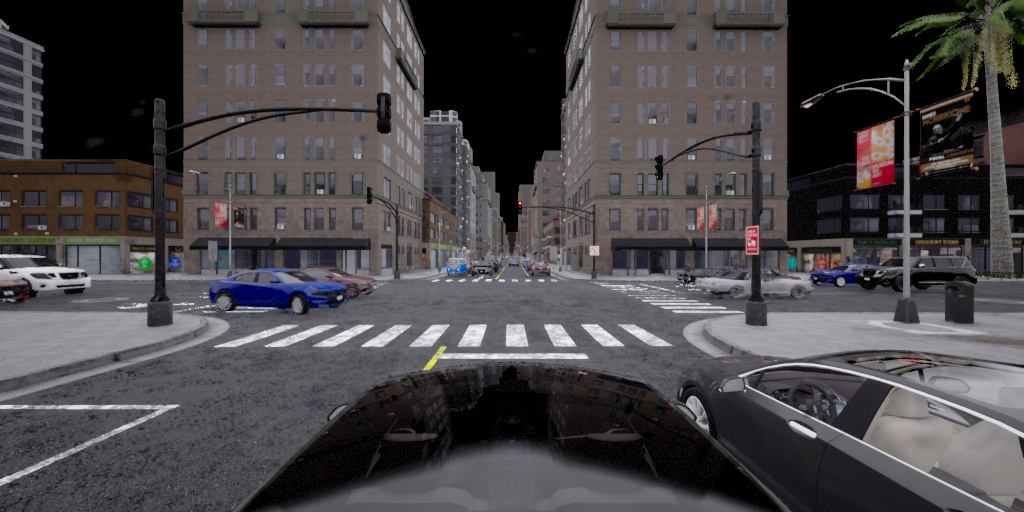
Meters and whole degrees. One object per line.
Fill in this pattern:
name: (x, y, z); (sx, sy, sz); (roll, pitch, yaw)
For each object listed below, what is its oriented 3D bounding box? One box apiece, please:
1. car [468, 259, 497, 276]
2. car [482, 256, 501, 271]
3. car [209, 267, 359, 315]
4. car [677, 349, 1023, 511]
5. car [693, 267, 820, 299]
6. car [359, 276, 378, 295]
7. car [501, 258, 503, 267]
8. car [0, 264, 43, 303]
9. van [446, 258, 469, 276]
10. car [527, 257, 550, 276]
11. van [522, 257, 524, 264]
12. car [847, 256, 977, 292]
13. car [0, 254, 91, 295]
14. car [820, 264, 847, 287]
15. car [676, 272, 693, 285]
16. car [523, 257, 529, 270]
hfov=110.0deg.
car: (-2.945, 1.316, 36.612); (1.994, 1.385, 4.181); (0, 0, 0)
car: (-2.896, 0.974, 45.920); (2.150, 2.045, 5.566); (0, 0, 0)
car: (-8.586, 1.220, 13.322); (5.008, 1.535, 1.882); (0, 0, 12)
car: (2.668, 1.300, 2.286); (2.007, 1.370, 4.403); (0, 0, 0)
car: (11.803, 1.371, 17.553); (4.718, 1.301, 1.895); (0, 0, 0)
car: (-9.009, 1.263, 17.448); (4.674, 1.442, 1.812); (0, 0, 0)
car: (-2.847, 1.354, 55.711); (1.895, 1.301, 4.718); (0, 0, 0)
car: (-22.321, 1.198, 14.132); (5.008, 1.535, 1.882); (0, 0, 0)
van: (-5.701, 1.093, 36.974); (1.690, 1.789, 3.998); (0, 0, 0)
car: (2.825, 1.192, 36.935); (1.967, 1.591, 4.097); (0, 0, 0)
van: (2.934, 1.093, 59.612); (1.690, 1.789, 3.998); (0, 0, 0)
car: (23.610, 1.007, 21.061); (5.566, 2.045, 2.150); (0, 0, 0)
car: (-24.099, 0.934, 17.384); (5.566, 2.045, 2.150); (0, 0, 0)
car: (23.058, 1.258, 24.308); (5.008, 1.535, 1.882); (0, 0, 0)
car: (13.739, 1.365, 24.263); (4.718, 1.301, 1.895); (0, 0, 0)
car: (2.880, 1.193, 48.273); (1.967, 1.591, 4.097); (0, 0, 0)
